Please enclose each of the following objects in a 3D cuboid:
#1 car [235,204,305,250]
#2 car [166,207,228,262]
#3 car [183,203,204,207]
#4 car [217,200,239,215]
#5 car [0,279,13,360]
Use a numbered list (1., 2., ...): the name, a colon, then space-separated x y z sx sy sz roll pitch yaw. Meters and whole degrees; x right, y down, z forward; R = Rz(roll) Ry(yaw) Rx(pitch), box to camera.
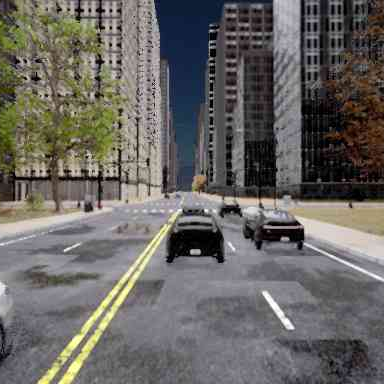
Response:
1. car: 3.350 1.489 14.357 2.128 1.511 4.902 0 0 0
2. car: 0.102 1.505 12.146 1.837 1.490 4.892 0 0 0
3. car: 0.107 1.592 29.318 1.895 1.301 4.718 0 0 0
4. car: 3.357 1.482 30.231 2.128 1.511 4.902 0 0 0
5. car: -3.349 1.526 2.764 1.812 1.442 4.674 0 0 0
